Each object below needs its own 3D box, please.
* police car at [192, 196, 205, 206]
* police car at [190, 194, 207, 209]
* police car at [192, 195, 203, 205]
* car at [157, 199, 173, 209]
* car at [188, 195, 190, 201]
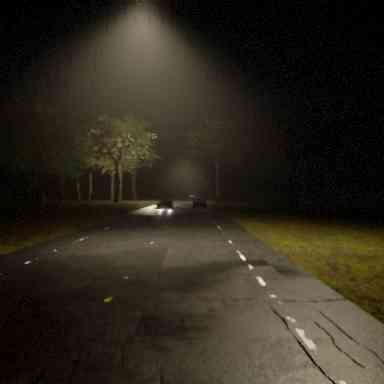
[{"bbox_3d":[1.031,1.464,55.522,1.930,1.638,5.238,0,0,0],"label":"police car"},{"bbox_3d":[1.034,1.457,45.522,1.930,1.638,5.238,0,0,0],"label":"police car"},{"bbox_3d":[1.029,1.464,61.520,1.930,1.638,5.238,0,0,0],"label":"police car"},{"bbox_3d":[-3.600,1.595,45.143,1.994,1.385,4.181,0,0,0],"label":"car"},{"bbox_3d":[-0.027,1.458,79.498,2.128,1.511,4.902,0,0,0],"label":"car"}]
